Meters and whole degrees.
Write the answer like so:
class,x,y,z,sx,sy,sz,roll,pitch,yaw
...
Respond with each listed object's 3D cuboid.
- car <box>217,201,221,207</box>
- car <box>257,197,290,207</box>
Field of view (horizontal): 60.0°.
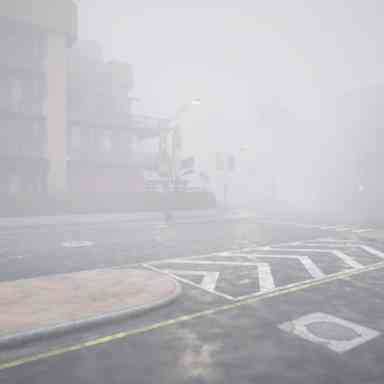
class,x,y,z,sx,sy,sz,roll,pitch,yaw
car,2.165,1.491,48.636,2.128,1.511,4.902,0,0,-35
car,12.699,1.547,52.241,2.033,1.411,5.357,0,0,-35
